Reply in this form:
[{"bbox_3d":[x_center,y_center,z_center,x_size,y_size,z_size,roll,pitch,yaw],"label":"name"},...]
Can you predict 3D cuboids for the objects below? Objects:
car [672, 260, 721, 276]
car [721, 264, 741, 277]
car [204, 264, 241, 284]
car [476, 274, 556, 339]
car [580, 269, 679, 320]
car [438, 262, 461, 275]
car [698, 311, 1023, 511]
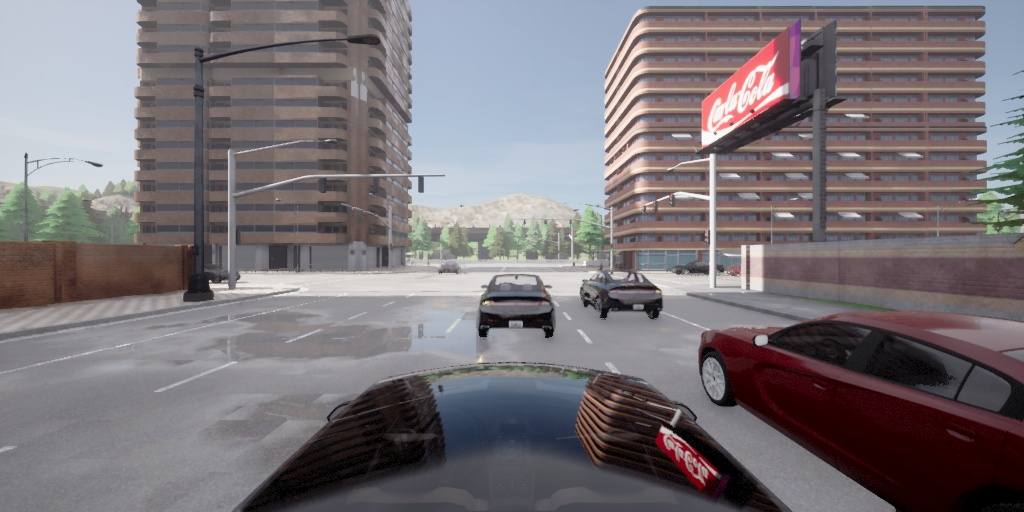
[{"bbox_3d":[19.132,1.228,36.982,5.008,1.535,1.882,0,0,0],"label":"car"},{"bbox_3d":[22.773,1.227,33.471,5.008,1.535,1.882,0,0,0],"label":"car"},{"bbox_3d":[-22.686,1.276,26.423,4.674,1.442,1.812,0,0,0],"label":"car"},{"bbox_3d":[0.124,1.242,10.097,2.128,1.511,4.902,0,0,1],"label":"car"},{"bbox_3d":[3.660,1.242,12.701,2.128,1.511,4.902,0,0,1],"label":"car"},{"bbox_3d":[-6.696,1.315,38.845,1.994,1.385,4.181,0,0,0],"label":"car"},{"bbox_3d":[3.611,1.228,3.196,1.882,1.535,5.008,0,0,0],"label":"car"}]
